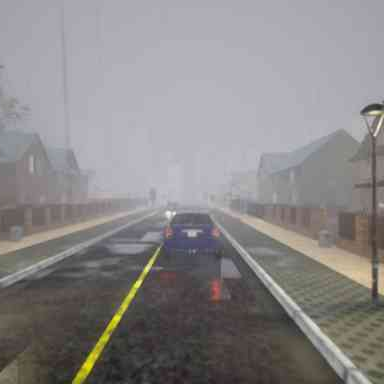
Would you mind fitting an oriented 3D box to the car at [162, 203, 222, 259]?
[{"bbox_3d":[0.019,1.493,13.434,2.097,1.767,4.553,0,-1,0],"label":"car"}]

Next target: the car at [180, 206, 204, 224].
[{"bbox_3d":[0.016,1.899,28.259,1.895,1.301,4.718,0,-1,0],"label":"car"}]

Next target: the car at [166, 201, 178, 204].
[{"bbox_3d":[-2.770,2.010,48.554,2.128,1.511,4.902,0,-1,0],"label":"car"}]
